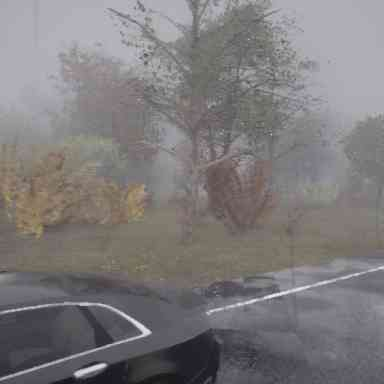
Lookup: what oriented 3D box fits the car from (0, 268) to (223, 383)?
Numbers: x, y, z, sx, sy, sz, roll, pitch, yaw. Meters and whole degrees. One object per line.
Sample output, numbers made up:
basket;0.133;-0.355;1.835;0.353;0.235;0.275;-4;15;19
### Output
car;-1.981;1.502;2.556;4.892;1.490;1.837;0;0;-35
